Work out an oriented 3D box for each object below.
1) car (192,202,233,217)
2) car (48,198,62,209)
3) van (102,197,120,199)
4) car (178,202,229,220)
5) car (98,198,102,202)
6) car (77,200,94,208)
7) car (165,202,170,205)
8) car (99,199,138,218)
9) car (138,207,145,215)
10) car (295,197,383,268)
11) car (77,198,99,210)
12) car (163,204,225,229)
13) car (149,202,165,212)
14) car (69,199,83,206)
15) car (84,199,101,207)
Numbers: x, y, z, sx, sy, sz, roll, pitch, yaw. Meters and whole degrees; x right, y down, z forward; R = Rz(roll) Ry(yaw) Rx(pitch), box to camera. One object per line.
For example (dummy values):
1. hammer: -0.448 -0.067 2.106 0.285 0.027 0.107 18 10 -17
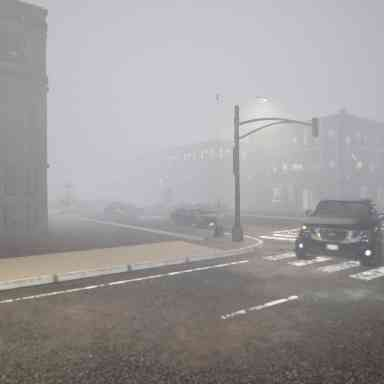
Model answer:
1. car: 2.143 1.814 35.810 2.008 1.369 4.403 -2 0 -35
2. car: -23.809 2.234 57.907 1.752 1.417 4.829 -1 0 -35
3. van: -13.875 1.910 58.382 1.690 1.788 3.998 -1 0 -35
4. car: 0.794 1.746 27.716 2.128 1.511 4.902 -1 0 -36
5. car: -17.079 1.943 62.896 2.192 1.841 5.009 -1 0 -35
6. car: -20.176 2.197 62.824 1.812 1.442 4.674 -1 0 -35
7. car: -1.059 1.908 40.325 1.802 1.307 4.206 -1 0 -35
8. car: -7.896 1.849 35.474 1.967 1.590 4.097 -1 0 -35
9. car: -7.316 2.014 39.164 1.895 1.301 4.718 -1 0 -35
10. car: 5.494 1.220 11.898 2.150 2.045 5.566 2 1 32
11. car: -16.760 2.119 52.621 1.812 1.442 4.674 -1 0 -35
12. car: 0.037 1.817 24.086 1.947 1.339 4.313 -1 0 -35
13. car: -4.261 1.970 44.839 1.802 1.307 4.206 -1 0 -35
14. car: -26.682 2.367 76.440 1.947 1.339 4.313 -1 0 -35
15. car: -20.276 2.231 67.411 1.887 1.381 4.507 -1 0 -35
